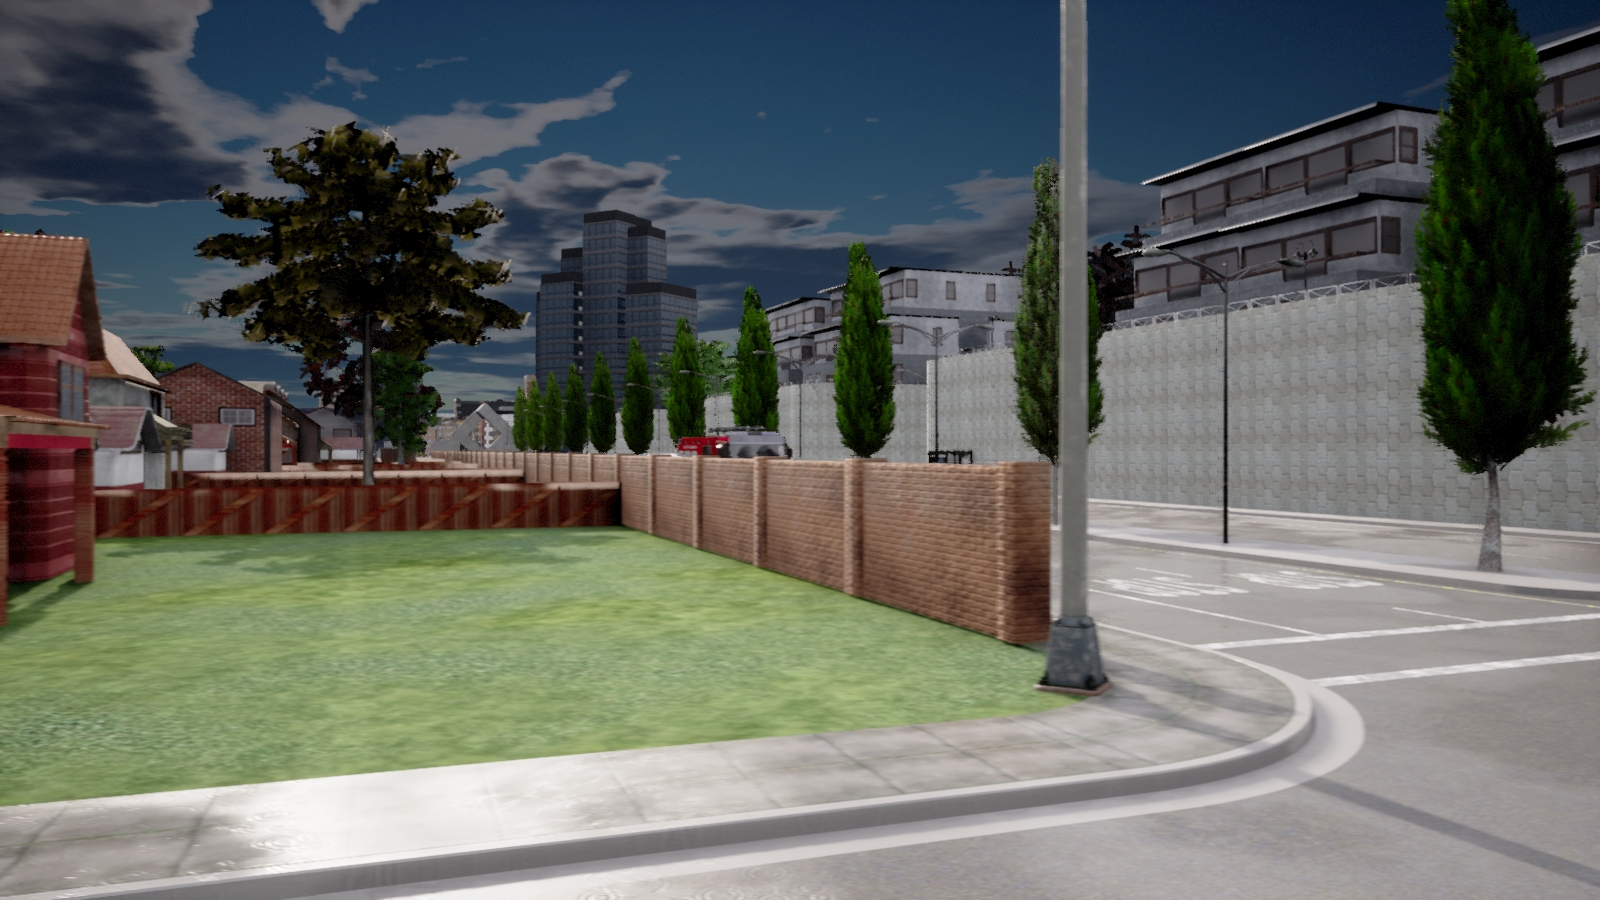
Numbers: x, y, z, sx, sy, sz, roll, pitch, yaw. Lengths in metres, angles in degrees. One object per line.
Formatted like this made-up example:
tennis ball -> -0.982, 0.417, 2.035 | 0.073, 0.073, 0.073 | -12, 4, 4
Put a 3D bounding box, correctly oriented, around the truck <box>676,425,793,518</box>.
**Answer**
truck -> -3.147, 0.879, 51.545 | 2.891, 3.827, 8.468 | 0, 0, -21
